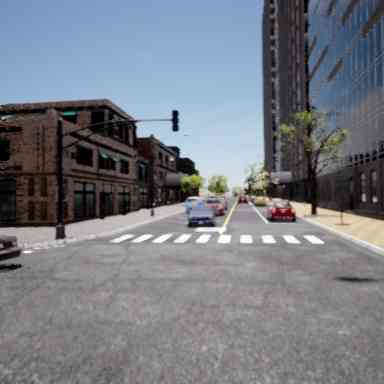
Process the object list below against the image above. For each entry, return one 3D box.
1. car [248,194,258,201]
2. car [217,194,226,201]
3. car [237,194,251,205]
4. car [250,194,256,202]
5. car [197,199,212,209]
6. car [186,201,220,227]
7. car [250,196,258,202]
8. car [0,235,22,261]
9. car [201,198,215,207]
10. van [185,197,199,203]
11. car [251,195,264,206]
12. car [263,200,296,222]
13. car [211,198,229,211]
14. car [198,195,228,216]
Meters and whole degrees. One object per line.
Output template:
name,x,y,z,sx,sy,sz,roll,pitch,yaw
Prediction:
car,15.809,1.408,86.495,2.192,1.841,5.009,0,0,8
car,8.324,1.544,93.196,2.192,1.841,5.009,0,0,8
car,9.743,1.449,63.763,2.097,1.767,4.553,-1,0,8
car,11.819,1.574,59.281,1.752,1.417,4.829,0,0,8
car,1.899,1.740,49.389,1.802,1.307,4.206,0,0,8
car,0.776,1.627,24.117,2.033,1.411,5.357,-1,0,5
car,15.031,1.610,81.186,1.752,1.417,4.829,0,0,8
car,-8.213,1.788,10.695,5.357,1.411,2.033,-3,-1,16
car,2.702,1.733,54.865,1.947,1.339,4.313,0,0,8
van,0.293,1.482,38.437,1.690,1.788,3.998,0,0,8
car,11.016,1.566,53.805,1.752,1.417,4.829,0,0,8
car,6.975,1.436,26.255,1.967,1.590,4.097,0,0,8
car,3.774,1.602,44.170,2.128,1.511,4.902,-1,0,9
car,2.237,1.447,33.907,2.097,1.767,4.553,-1,0,9
